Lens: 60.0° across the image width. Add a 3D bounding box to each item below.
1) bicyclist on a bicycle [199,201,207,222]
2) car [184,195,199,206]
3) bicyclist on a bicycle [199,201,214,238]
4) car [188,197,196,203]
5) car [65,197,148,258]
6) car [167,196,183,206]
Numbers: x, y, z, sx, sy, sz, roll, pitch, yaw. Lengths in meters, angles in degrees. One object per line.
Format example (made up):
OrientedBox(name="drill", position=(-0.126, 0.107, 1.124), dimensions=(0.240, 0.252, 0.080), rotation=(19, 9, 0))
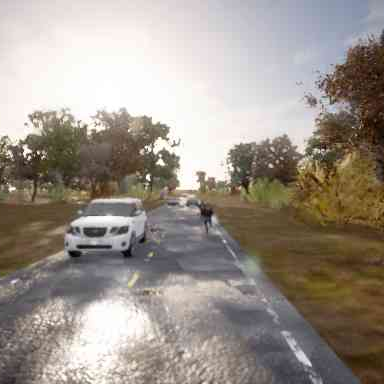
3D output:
OrientedBox(name="bicyclist on a bicycle", position=(0.823, 1.505, 26.060), dimensions=(0.582, 1.620, 1.656), rotation=(0, 0, 0))
OrientedBox(name="car", position=(0.087, 1.584, 55.337), dimensions=(2.128, 1.511, 4.902), rotation=(0, 0, 0))
OrientedBox(name="bicyclist on a bicycle", position=(0.823, 1.407, 17.108), dimensions=(0.659, 1.776, 1.843), rotation=(0, 0, 0))
OrientedBox(name="car", position=(-0.014, 1.707, 73.902), dimensions=(1.895, 1.301, 4.718), rotation=(0, 0, 0))
OrientedBox(name="car", position=(-3.103, 1.249, 13.278), dimensions=(2.150, 2.045, 5.566), rotation=(0, 0, 0))
OrientedBox(name="car", position=(-3.063, 1.656, 55.309), dimensions=(1.994, 1.385, 4.181), rotation=(0, 0, 1))
